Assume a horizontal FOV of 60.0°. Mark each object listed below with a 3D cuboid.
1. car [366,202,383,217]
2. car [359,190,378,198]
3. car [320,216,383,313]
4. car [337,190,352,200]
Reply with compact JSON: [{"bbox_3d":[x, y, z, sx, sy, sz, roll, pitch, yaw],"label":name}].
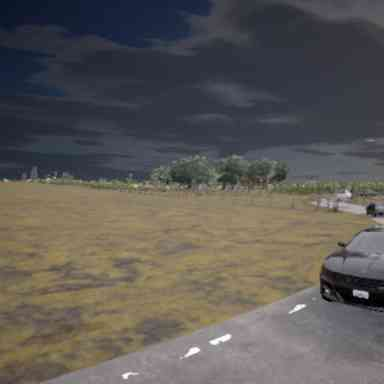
[{"bbox_3d":[18.132,1.642,31.825,1.994,1.385,4.181,1,1,14],"label":"car"},{"bbox_3d":[44.563,0.427,83.993,5.566,2.045,2.150,-1,0,-34],"label":"car"},{"bbox_3d":[4.674,1.559,7.715,1.882,1.535,5.008,0,-1,43],"label":"car"},{"bbox_3d":[33.597,0.591,73.116,2.150,2.045,5.566,0,1,38],"label":"car"}]
